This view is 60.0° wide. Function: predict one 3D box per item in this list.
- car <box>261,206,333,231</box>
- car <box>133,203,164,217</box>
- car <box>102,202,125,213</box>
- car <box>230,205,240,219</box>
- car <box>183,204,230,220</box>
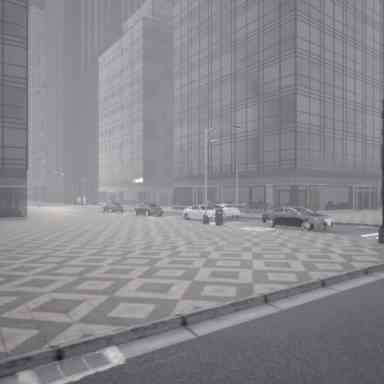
[{"bbox_3d":[6.784,1.683,21.902,2.128,1.511,4.902,0,-1,-35],"label":"car"},{"bbox_3d":[-5.088,2.007,38.293,1.837,1.490,4.892,0,-1,-36],"label":"car"},{"bbox_3d":[-11.156,2.169,46.732,1.837,1.490,4.892,0,-1,-35],"label":"car"},{"bbox_3d":[2.767,1.889,32.870,1.812,1.442,4.674,0,-1,-36],"label":"car"},{"bbox_3d":[0.951,1.870,29.957,1.812,1.442,4.674,0,-1,-36],"label":"car"}]
